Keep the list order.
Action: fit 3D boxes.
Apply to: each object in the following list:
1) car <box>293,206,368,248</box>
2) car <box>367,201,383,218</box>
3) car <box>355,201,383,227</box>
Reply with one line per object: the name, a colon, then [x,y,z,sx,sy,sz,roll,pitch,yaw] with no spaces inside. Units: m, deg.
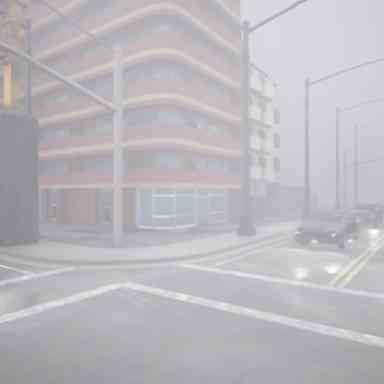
car: [6.345,1.553,15.203,2.033,1.411,5.357,0,0,36]
car: [17.885,1.570,31.195,1.994,1.385,4.181,0,0,36]
car: [12.000,1.531,23.046,1.812,1.442,4.674,0,0,36]
